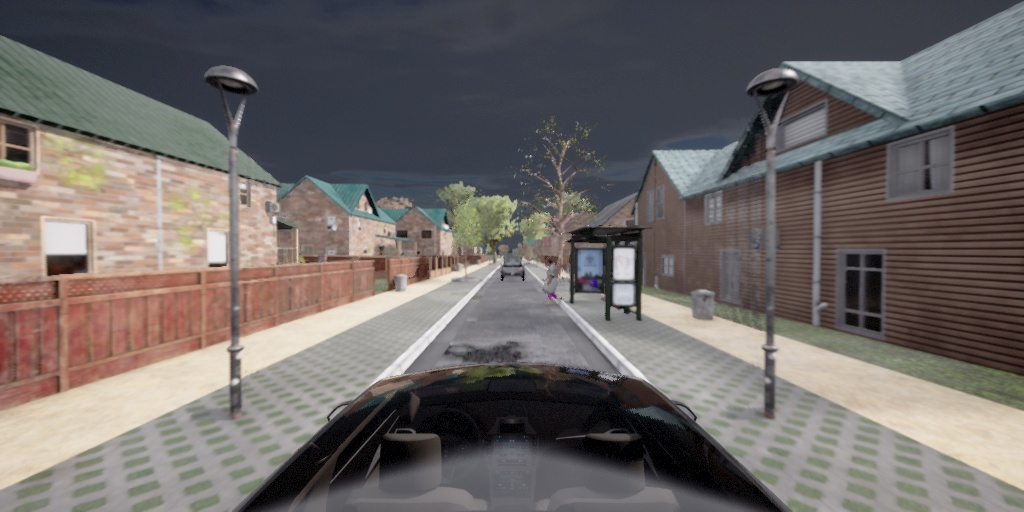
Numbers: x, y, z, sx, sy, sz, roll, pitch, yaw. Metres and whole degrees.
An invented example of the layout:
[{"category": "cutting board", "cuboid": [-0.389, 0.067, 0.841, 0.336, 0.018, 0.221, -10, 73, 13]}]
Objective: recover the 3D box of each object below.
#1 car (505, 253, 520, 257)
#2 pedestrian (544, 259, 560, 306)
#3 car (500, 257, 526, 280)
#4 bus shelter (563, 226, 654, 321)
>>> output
[{"category": "car", "cuboid": [0.088, 0.674, 44.856, 2.150, 2.045, 5.566, 0, 0, 0]}, {"category": "pedestrian", "cuboid": [1.537, 0.953, 13.699, 0.375, 1.860, 0.375, -1, 1, 0]}, {"category": "car", "cuboid": [0.064, 1.049, 28.122, 2.128, 1.511, 4.902, 0, 0, 0]}, {"category": "bus shelter", "cuboid": [3.009, 0.547, 11.953, 1.920, 2.740, 3.880, 0, 0, 0]}]
